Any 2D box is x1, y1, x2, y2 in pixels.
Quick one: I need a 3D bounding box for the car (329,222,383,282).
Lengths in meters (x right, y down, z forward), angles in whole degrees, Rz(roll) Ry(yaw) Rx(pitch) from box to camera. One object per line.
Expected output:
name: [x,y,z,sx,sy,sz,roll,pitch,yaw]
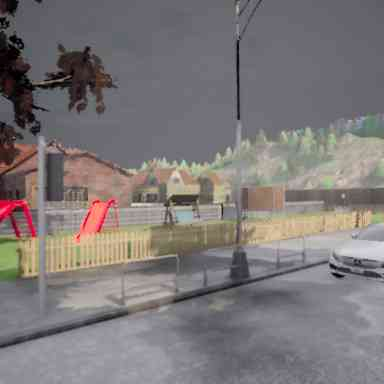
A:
car: [5.706,1.586,9.350,4.674,1.442,1.812,0,-1,-39]
